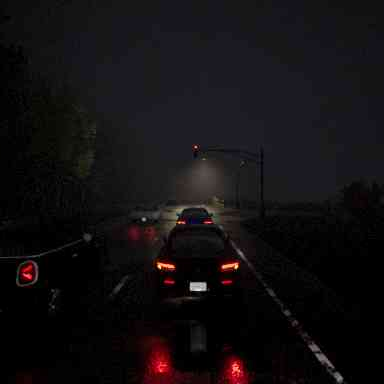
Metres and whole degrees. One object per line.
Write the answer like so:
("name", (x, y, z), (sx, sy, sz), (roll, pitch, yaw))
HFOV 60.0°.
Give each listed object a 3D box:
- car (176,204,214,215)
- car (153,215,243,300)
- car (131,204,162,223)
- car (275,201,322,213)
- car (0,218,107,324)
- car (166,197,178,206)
("car", (0.140, 1.530, 17.125), (1.812, 1.442, 4.674), (0, 0, 0))
("car", (0.119, 1.528, 8.251), (1.812, 1.442, 4.674), (0, 0, 0))
("car", (-3.337, 1.607, 25.391), (1.895, 1.301, 4.718), (0, 0, 0))
("car", (12.740, 1.747, 39.782), (5.357, 1.411, 2.033), (1, -1, 4))
("car", (-3.382, 1.354, 7.325), (2.097, 1.767, 4.553), (0, 0, 0))
("car", (-3.266, 1.553, 55.388), (2.033, 1.411, 5.357), (0, 0, 0))
